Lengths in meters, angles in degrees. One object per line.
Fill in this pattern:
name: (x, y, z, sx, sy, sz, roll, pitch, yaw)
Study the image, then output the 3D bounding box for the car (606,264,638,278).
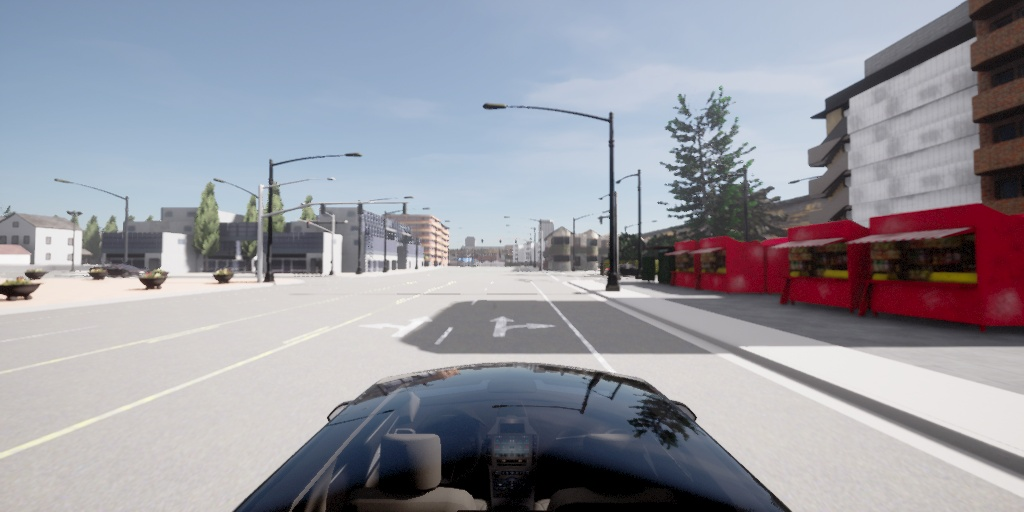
car: (12.307, 1.572, 37.491, 4.902, 1.511, 2.128, 0, -1, 0)

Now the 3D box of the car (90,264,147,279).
car: (-41.532, 1.567, 37.915, 4.902, 1.511, 2.128, 0, -1, 0)
